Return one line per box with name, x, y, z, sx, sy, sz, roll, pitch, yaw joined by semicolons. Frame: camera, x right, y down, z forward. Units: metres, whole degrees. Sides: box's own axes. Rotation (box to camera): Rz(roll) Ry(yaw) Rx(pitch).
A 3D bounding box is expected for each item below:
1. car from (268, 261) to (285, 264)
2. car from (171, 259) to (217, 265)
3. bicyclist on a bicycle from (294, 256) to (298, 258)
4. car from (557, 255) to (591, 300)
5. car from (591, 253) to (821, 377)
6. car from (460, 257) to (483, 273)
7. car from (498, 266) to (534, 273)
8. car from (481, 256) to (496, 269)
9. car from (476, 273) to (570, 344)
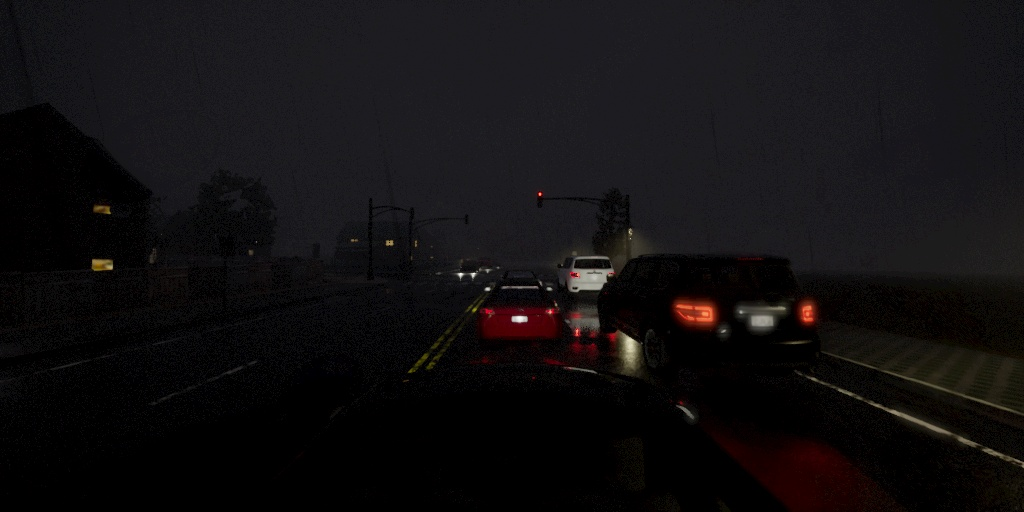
car;-20.870;0.937;33.229;4.892;1.490;1.837;1;-1;16
car;-32.149;0.797;36.378;5.357;1.411;2.033;1;-1;16
bicyclist on a bicycle;-24.187;0.777;40.246;0.582;1.620;1.656;1;-1;16
car;3.554;0.982;17.895;2.150;2.045;5.566;0;0;1
car;3.402;0.974;7.537;2.150;2.045;5.566;0;0;0
car;-5.375;1.292;46.132;1.882;1.535;5.008;0;0;3
car;0.342;1.363;18.468;1.895;1.301;4.718;0;0;-3
car;-4.538;1.072;60.156;2.150;2.045;5.566;0;0;4
car;0.177;1.318;9.659;1.994;1.385;4.181;0;0;0
